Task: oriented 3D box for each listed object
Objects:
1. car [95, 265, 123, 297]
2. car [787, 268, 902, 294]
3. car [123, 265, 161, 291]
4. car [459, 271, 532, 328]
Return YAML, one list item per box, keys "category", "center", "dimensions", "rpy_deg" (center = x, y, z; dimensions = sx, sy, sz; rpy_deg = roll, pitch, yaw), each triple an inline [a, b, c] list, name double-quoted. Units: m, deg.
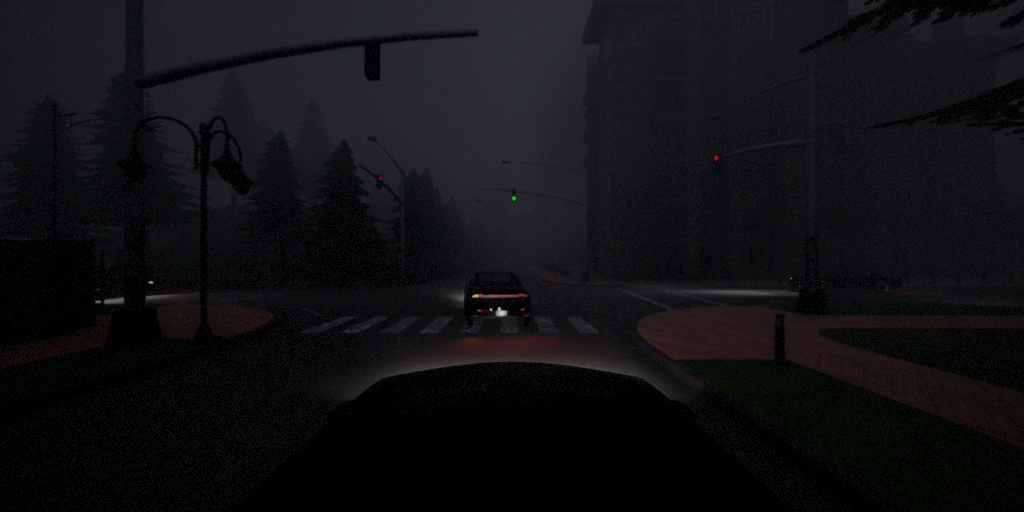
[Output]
- category: "car"
  center: [-21.517, 1.270, 16.671]
  dimensions: [4.674, 1.442, 1.812]
  rpy_deg: [0, 0, 0]
- category: "car"
  center: [17.933, 1.340, 19.537]
  dimensions: [4.718, 1.301, 1.895]
  rpy_deg: [0, 0, 1]
- category: "car"
  center: [-22.896, 1.244, 20.391]
  dimensions: [4.892, 1.490, 1.837]
  rpy_deg: [0, 0, 1]
- category: "car"
  center: [-0.610, 1.235, 11.503]
  dimensions: [2.128, 1.511, 4.902]
  rpy_deg: [0, 0, -8]
